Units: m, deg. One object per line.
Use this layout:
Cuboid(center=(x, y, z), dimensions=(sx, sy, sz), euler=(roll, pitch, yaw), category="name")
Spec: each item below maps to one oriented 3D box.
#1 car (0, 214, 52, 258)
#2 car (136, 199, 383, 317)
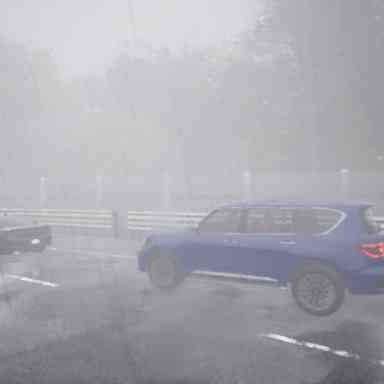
Cuboid(center=(-7.474, 1.555, 12.500), dimensions=(5.008, 1.535, 1.882), euler=(-1, 0, 29), category="car")
Cuboid(center=(1.367, 1.201, 7.586), dimensions=(5.566, 2.045, 2.150), euler=(-1, 0, 29), category="car")
